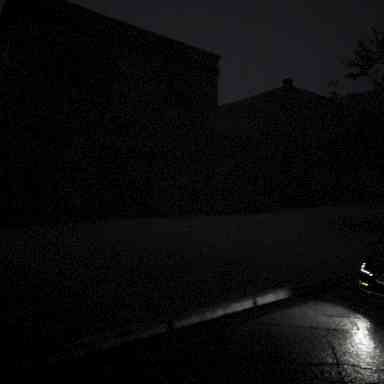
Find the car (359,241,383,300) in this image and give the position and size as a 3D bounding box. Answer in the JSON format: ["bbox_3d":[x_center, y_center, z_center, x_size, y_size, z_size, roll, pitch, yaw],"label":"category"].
[{"bbox_3d":[5.638,1.507,7.406,4.892,1.490,1.837,0,0,-36],"label":"car"}]
